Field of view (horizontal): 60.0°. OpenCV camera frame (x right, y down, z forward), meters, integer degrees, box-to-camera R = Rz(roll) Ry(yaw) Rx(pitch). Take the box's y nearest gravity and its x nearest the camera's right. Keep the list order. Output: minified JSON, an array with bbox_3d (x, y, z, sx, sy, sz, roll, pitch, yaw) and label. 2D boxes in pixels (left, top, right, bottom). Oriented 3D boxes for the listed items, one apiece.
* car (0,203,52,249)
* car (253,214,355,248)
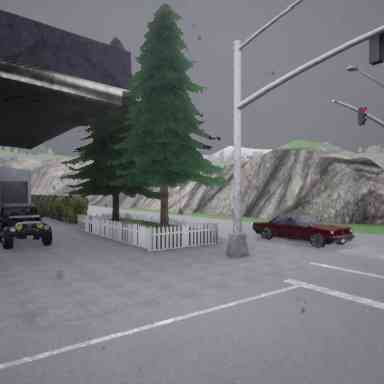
[{"bbox_3d":[-8.047,1.505,15.803,1.905,1.878,3.866,0,0,-37],"label":"car"},{"bbox_3d":[5.249,1.792,16.117,1.895,1.301,4.718,0,0,-35],"label":"car"}]
